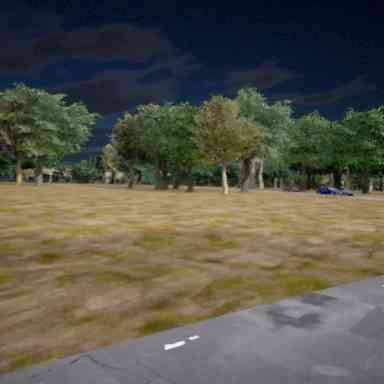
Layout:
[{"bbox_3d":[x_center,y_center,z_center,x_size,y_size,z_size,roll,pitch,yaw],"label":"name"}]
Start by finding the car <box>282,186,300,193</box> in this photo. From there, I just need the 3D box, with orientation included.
[{"bbox_3d":[21.491,-0.647,72.343,1.994,1.385,4.181,1,2,-20],"label":"car"}]

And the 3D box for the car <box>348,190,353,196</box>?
[{"bbox_3d":[26.367,0.009,59.123,1.994,1.385,4.181,1,2,-20],"label":"car"}]

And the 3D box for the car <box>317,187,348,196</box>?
[{"bbox_3d":[23.743,-0.117,57.352,1.882,1.535,5.008,1,2,-20],"label":"car"}]
